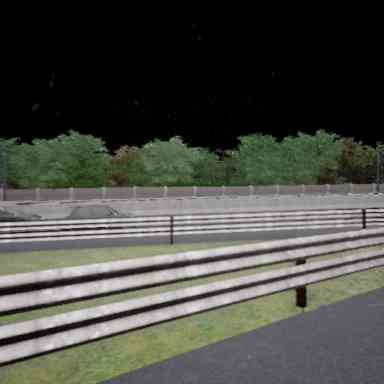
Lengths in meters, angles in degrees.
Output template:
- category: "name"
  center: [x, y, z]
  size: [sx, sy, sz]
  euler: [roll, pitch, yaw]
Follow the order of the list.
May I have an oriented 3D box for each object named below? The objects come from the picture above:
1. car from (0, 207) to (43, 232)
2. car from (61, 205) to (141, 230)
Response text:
- category: "car"
  center: [-12.655, 1.799, 22.343]
  size: [4.892, 1.490, 1.837]
  euler: [-1, 1, -11]
- category: "car"
  center: [-5.416, 1.588, 20.193]
  size: [4.553, 1.767, 2.097]
  euler: [-1, 1, -11]
